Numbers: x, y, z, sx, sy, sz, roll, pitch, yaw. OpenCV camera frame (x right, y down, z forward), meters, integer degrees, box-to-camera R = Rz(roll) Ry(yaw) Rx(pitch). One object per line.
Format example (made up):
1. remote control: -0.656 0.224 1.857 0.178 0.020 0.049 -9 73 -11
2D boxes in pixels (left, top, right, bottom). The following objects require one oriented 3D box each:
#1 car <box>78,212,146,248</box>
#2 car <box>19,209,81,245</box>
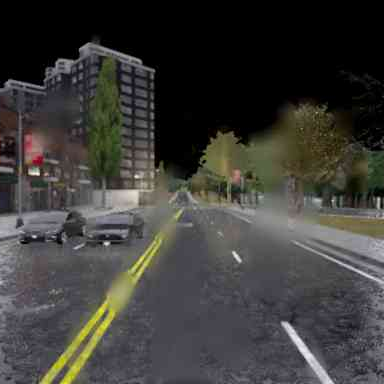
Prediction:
1. car: -3.357 1.676 15.772 2.033 1.411 5.357 0 -1 0
2. car: -6.604 1.638 16.363 1.837 1.490 4.892 0 -1 0
